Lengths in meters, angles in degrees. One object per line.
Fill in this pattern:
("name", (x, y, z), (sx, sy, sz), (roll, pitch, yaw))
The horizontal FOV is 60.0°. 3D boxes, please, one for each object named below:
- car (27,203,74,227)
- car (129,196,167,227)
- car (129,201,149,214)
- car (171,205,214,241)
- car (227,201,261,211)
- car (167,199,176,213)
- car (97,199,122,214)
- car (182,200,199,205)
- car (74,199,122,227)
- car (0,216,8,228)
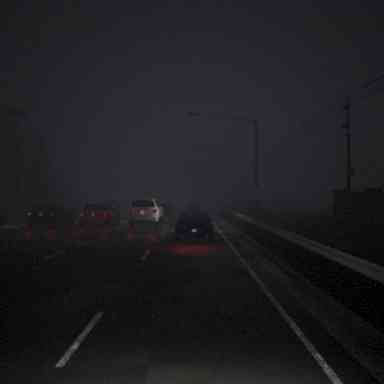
("car", (-10.397, 1.616, 24.947), (2.097, 1.767, 4.553), (0, -1, 0))
("car", (-3.395, 1.491, 25.483), (2.150, 2.045, 5.566), (0, -1, 0))
("car", (-6.908, 1.986, 43.685), (1.812, 1.442, 4.674), (0, -1, 0))
("car", (0.103, 1.667, 17.899), (1.882, 1.535, 5.008), (0, -1, 0))
("car", (7.927, 2.078, 50.538), (2.033, 1.411, 5.357), (1, -1, -43))
("car", (-3.395, 2.023, 43.516), (1.994, 1.385, 4.181), (0, -1, 0))
("car", (-10.394, 1.798, 42.335), (2.097, 1.767, 4.553), (0, -1, 0))
("car", (0.105, 1.939, 37.131), (2.033, 1.411, 5.357), (0, -1, 0))
("car", (-6.897, 1.619, 25.254), (2.097, 1.767, 4.553), (0, -1, 0))
("car", (-13.897, 1.769, 20.931), (2.033, 1.411, 5.357), (0, -1, 0))
